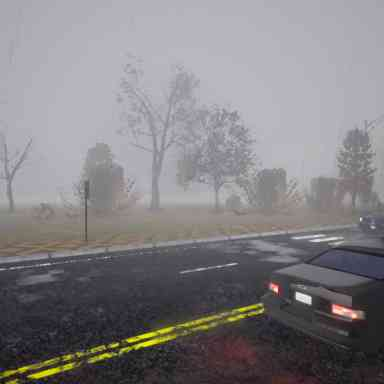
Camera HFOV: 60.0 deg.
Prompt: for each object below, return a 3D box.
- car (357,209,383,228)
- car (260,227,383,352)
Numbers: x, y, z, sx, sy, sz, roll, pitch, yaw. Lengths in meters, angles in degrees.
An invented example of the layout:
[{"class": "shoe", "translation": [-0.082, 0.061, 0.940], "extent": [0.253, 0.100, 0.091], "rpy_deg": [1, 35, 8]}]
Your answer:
[{"class": "car", "translation": [11.624, 1.593, 19.079], "extent": [4.718, 1.301, 1.895], "rpy_deg": [0, 0, -32]}, {"class": "car", "translation": [3.734, 1.546, 5.979], "extent": [5.357, 1.411, 2.033], "rpy_deg": [0, 0, -31]}]
